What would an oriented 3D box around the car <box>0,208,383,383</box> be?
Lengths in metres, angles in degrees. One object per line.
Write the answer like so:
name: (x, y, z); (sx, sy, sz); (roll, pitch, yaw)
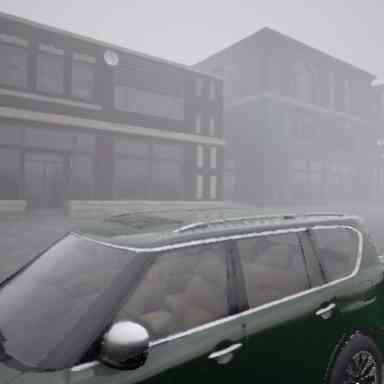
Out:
car: (-0.302, 1.222, 3.040); (5.566, 2.045, 2.150); (0, 0, -35)
